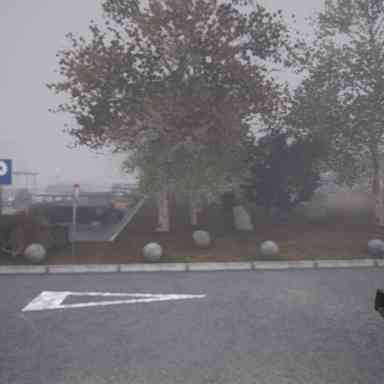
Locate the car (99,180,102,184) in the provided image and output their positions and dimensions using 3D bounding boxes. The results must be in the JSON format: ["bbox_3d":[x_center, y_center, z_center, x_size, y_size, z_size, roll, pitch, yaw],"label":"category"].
[{"bbox_3d":[-24.751,-1.557,79.360,4.792,1.488,2.163,1,2,-5],"label":"car"}]

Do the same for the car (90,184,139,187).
[{"bbox_3d":[-7.684,0.379,34.201,4.553,1.767,2.185,1,2,-5],"label":"car"}]

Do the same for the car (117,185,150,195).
[{"bbox_3d":[-9.829,-0.407,56.289,5.366,1.575,1.946,1,2,-5],"label":"car"}]

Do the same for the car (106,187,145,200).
[{"bbox_3d":[-8.444,0.203,42.494,4.674,1.452,2.002,1,2,-5],"label":"car"}]

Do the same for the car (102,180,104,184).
[{"bbox_3d":[-25.027,-1.673,82.153,4.674,1.452,2.002,1,3,-5],"label":"car"}]

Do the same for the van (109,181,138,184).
[{"bbox_3d":[-8.561,-0.174,45.256,4.442,1.987,1.878,1,2,-5],"label":"van"}]

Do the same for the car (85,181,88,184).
[{"bbox_3d":[-23.562,-0.965,65.405,4.674,1.452,2.002,1,2,-5],"label":"car"}]

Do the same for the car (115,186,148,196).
[{"bbox_3d":[-9.192,-0.147,50.778,4.792,1.488,2.163,1,2,-5],"label":"car"}]

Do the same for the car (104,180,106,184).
[{"bbox_3d":[-25.260,-1.841,84.941,4.892,1.521,2.231,1,3,-5],"label":"car"}]

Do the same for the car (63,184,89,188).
[{"bbox_3d":[-17.491,-0.177,50.339,1.895,1.301,4.718,1,2,-5],"label":"car"}]

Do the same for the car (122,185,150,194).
[{"bbox_3d":[-9.856,-0.485,59.072,4.792,1.488,2.163,1,2,-5],"label":"car"}]

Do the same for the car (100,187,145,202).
[{"bbox_3d":[-8.204,0.276,39.728,5.008,1.535,2.097,1,2,-5],"label":"car"}]

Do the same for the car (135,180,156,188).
[{"bbox_3d":[-12.499,-2.066,89.455,5.566,2.045,2.435,1,3,-5],"label":"car"}]

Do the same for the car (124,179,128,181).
[{"bbox_3d":[-10.872,-1.218,70.107,5.566,2.045,2.435,1,2,-5],"label":"car"}]

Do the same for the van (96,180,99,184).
[{"bbox_3d":[-24.417,-1.692,76.568,4.442,1.987,1.878,1,2,-5],"label":"van"}]

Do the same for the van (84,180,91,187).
[{"bbox_3d":[-23.687,-1.343,68.195,4.442,1.987,1.878,1,2,-5],"label":"van"}]

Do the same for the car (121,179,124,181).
[{"bbox_3d":[-17.864,-1.992,92.081,1.812,1.442,4.674,1,3,-5],"label":"car"}]

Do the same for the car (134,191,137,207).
[{"bbox_3d":[-6.967,0.877,25.919,4.792,1.488,2.163,1,2,-5],"label":"car"}]

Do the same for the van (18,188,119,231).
[{"bbox_3d":[-6.386,0.965,17.610,4.442,1.987,1.878,1,2,-5],"label":"van"}]

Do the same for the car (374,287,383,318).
[{"bbox_3d":[5.106,1.598,4.316,4.718,1.301,1.895,0,-1,-7],"label":"car"}]

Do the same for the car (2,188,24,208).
[{"bbox_3d":[-15.726,0.441,29.009,2.097,1.767,4.553,1,2,-5],"label":"car"}]

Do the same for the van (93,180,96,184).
[{"bbox_3d":[-24.406,-1.576,73.759,4.442,1.987,1.878,1,2,-5],"label":"van"}]

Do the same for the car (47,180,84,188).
[{"bbox_3d":[-23.102,-1.029,59.810,5.566,2.045,2.435,1,2,-5],"label":"car"}]

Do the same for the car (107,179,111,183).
[{"bbox_3d":[-25.775,-2.359,90.508,5.566,2.045,2.435,1,3,-5],"label":"car"}]

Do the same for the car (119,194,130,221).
[{"bbox_3d":[-6.485,1.107,20.393,4.792,1.488,2.163,1,2,-5],"label":"car"}]

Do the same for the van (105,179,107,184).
[{"bbox_3d":[-25.389,-2.196,87.735,4.442,1.987,1.878,1,3,-5],"label":"van"}]

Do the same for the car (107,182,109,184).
[{"bbox_3d":[-15.758,-0.877,68.673,1.895,1.301,4.718,1,2,-5],"label":"car"}]

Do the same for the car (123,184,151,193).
[{"bbox_3d":[-10.119,-0.627,61.831,4.892,1.521,2.231,1,2,-5],"label":"car"}]

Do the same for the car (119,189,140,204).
[{"bbox_3d":[-7.242,0.734,28.677,4.892,1.521,2.231,1,2,-5],"label":"car"}]

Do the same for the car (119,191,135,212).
[{"bbox_3d":[-6.940,0.956,23.138,5.366,1.575,1.946,1,2,-5],"label":"car"}]

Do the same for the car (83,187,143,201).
[{"bbox_3d":[-7.471,0.618,31.440,5.008,1.535,2.097,1,2,-5],"label":"car"}]

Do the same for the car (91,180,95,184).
[{"bbox_3d":[-24.056,-1.234,70.983,5.008,1.535,2.097,1,2,-5],"label":"car"}]

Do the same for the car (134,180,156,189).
[{"bbox_3d":[-12.315,-1.937,86.687,5.566,2.045,2.435,1,3,-5],"label":"car"}]
